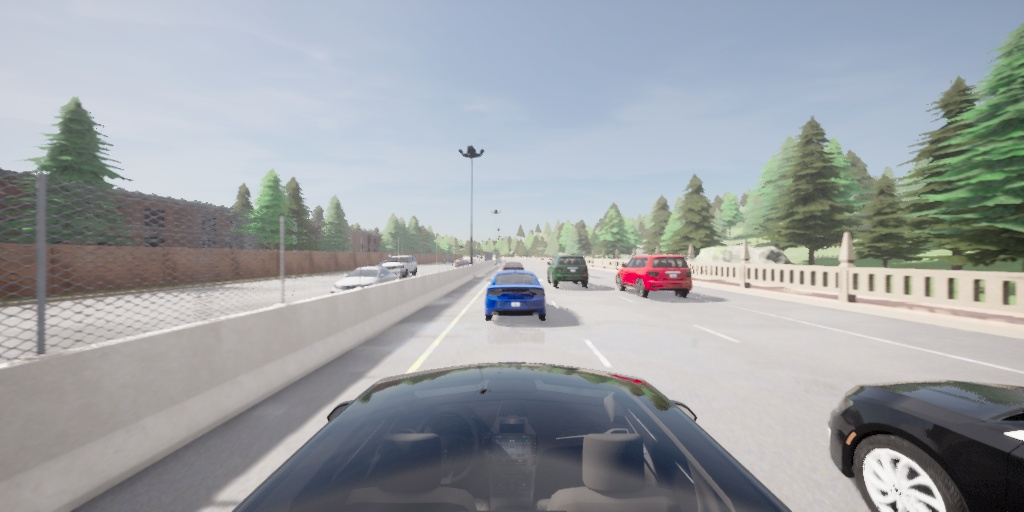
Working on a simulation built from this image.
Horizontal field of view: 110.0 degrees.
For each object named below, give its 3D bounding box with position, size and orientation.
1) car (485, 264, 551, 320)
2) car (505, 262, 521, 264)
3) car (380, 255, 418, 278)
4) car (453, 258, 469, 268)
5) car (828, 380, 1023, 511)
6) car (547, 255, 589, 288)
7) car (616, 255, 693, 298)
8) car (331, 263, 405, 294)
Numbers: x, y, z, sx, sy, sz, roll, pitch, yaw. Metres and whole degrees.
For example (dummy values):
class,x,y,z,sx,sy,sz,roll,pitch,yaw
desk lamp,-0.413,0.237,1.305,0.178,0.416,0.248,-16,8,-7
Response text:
class,x,y,z,sx,sy,sz,roll,pitch,yaw
car,0.110,1.226,12.685,1.882,1.535,5.008,0,0,0
car,0.120,1.225,31.057,1.882,1.535,5.008,0,0,0
car,-10.566,0.966,34.136,2.150,2.045,5.566,0,0,0
car,-7.015,1.308,51.791,1.994,1.385,4.181,0,0,0
car,3.600,1.255,1.018,1.837,1.490,4.892,0,0,0
car,3.622,0.969,23.947,2.150,2.045,5.566,0,0,0
car,7.117,0.969,18.495,2.150,2.045,5.566,0,0,0
car,-7.083,1.274,17.793,1.812,1.442,4.674,0,0,0
